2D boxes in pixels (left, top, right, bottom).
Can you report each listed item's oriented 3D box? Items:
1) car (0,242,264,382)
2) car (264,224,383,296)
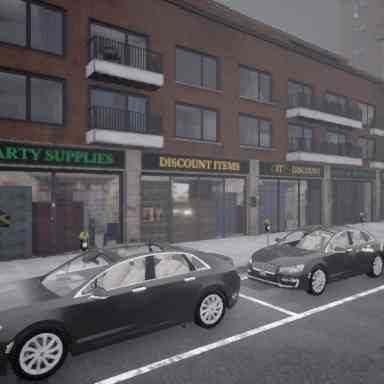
[{"bbox_3d":[-1.164,1.551,5.357,4.403,1.369,2.008,0,0,-35],"label":"car"},{"bbox_3d":[3.331,1.551,8.559,4.403,1.369,2.008,0,0,-35],"label":"car"}]
